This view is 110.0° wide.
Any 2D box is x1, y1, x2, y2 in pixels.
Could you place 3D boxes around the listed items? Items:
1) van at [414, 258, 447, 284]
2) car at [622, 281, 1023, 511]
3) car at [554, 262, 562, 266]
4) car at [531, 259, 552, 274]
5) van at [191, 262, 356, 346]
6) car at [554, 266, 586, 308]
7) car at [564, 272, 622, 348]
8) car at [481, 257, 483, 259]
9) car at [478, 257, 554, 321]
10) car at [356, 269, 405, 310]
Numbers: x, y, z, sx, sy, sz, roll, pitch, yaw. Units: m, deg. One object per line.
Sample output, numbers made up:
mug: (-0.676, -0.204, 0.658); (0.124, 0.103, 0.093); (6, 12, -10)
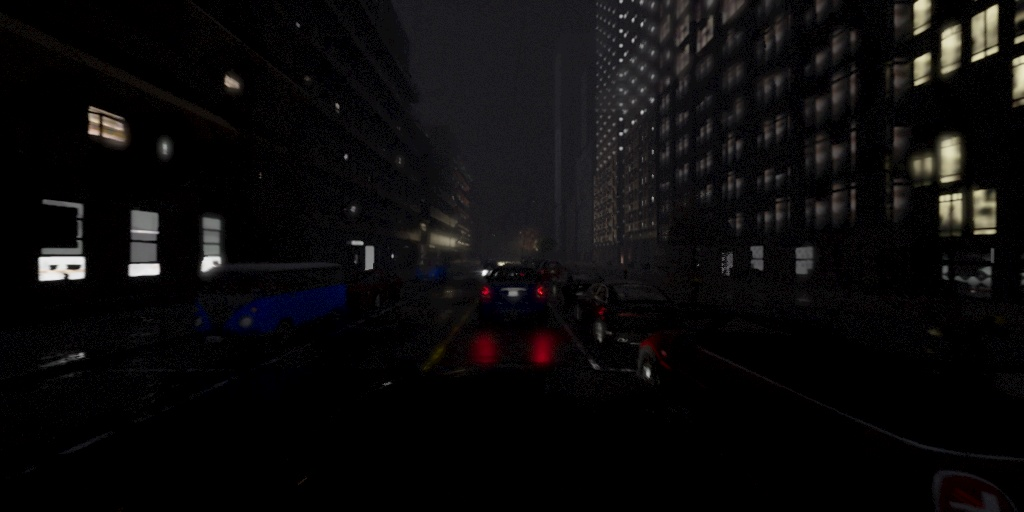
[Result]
van: (-5.686, 0.990, 25.507); (1.690, 1.789, 3.998); (0, 0, 0)
car: (2.692, 1.182, 3.414); (1.967, 1.591, 4.097); (0, 0, 0)
car: (2.695, 1.088, 25.505); (1.967, 1.591, 4.097); (0, 0, 0)
car: (3.152, 1.100, 39.239); (1.837, 1.490, 4.892); (0, 0, 0)
van: (-5.689, 1.060, 8.940); (1.690, 1.789, 3.998); (0, 0, 0)
car: (2.693, 1.245, 14.461); (2.007, 1.370, 4.403); (0, 0, 0)
car: (2.693, 1.269, 8.937); (2.007, 1.370, 4.403); (0, 0, 0)
car: (-3.074, 1.156, 51.072); (1.895, 1.301, 4.718); (0, 0, 0)
car: (0.060, 1.059, 12.349); (2.097, 1.767, 4.553); (0, 1, 0)
car: (-5.688, 1.240, 14.462); (1.888, 1.381, 4.507); (0, 0, 0)
